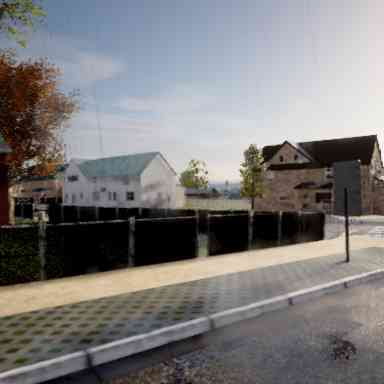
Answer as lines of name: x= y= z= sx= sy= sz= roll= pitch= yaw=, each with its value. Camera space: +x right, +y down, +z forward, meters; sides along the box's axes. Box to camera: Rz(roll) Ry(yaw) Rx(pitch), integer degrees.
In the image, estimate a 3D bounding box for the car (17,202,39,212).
car: x=-22.274 y=2.036 z=44.357 sx=4.181 sy=1.385 sz=1.994 roll=-1 pitch=2 yaw=38
